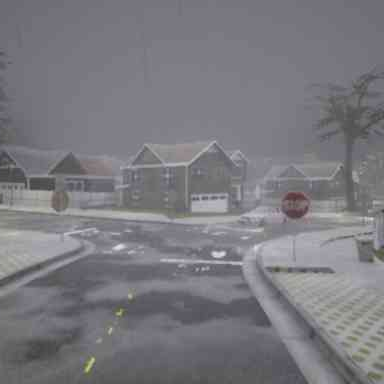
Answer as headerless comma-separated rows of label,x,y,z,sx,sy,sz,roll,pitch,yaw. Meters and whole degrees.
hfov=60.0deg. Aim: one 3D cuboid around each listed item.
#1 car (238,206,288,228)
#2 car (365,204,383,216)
car,5.426,1.777,24.780,4.674,1.442,1.812,1,0,-44
car,22.923,2.189,41.195,4.902,1.511,2.128,1,0,-43
